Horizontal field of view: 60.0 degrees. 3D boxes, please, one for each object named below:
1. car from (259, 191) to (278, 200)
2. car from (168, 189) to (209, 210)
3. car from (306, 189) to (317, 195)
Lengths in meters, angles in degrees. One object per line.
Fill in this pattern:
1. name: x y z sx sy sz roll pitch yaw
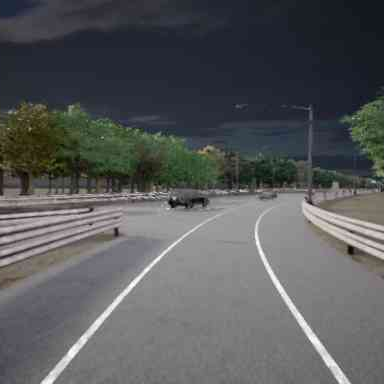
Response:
1. car: 12.976 0.582 56.343 2.033 1.411 5.357 1 2 32
2. car: -0.322 0.735 35.052 2.150 2.045 5.566 1 2 32
3. car: 30.038 -0.014 83.558 1.812 1.442 4.674 1 1 32
